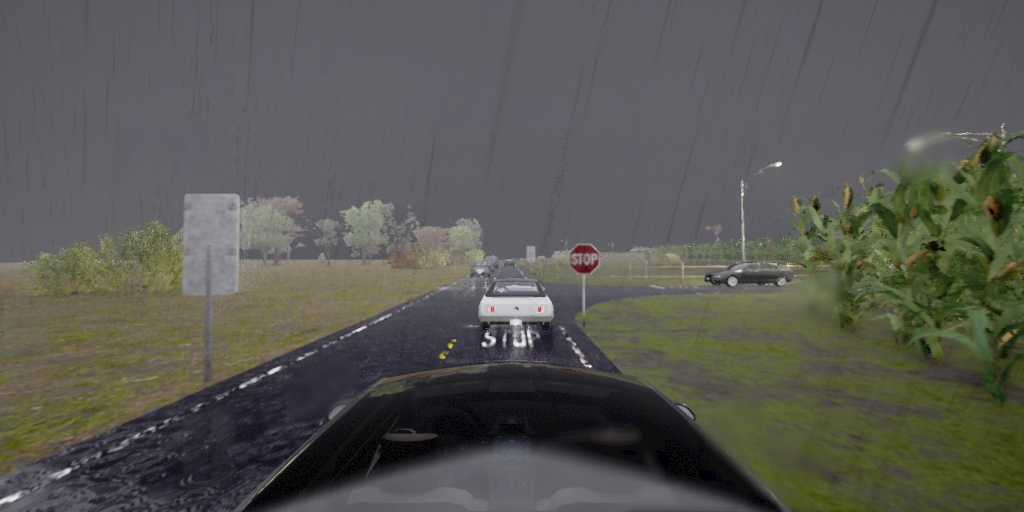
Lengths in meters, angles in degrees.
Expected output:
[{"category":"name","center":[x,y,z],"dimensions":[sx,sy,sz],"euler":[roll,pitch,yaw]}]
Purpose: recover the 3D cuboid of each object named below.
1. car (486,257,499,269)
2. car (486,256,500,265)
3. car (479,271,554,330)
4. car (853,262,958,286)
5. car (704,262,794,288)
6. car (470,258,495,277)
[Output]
[{"category":"car","center":[-3.087,1.236,44.346],"dimensions":[2.128,1.511,4.902],"euler":[0,0,-1]},{"category":"car","center":[-3.189,0.975,55.283],"dimensions":[2.150,2.045,5.566],"euler":[0,0,-1]},{"category":"car","center":[0.102,1.340,11.089],"dimensions":[1.895,1.301,4.718],"euler":[0,0,0]},{"category":"car","center":[24.223,1.061,22.082],"dimensions":[5.357,1.411,2.033],"euler":[-1,-1,-1]},{"category":"car","center":[14.393,1.114,21.933],"dimensions":[4.892,1.490,1.837],"euler":[-1,-1,-1]},{"category":"car","center":[-2.944,1.231,34.409],"dimensions":[2.128,1.511,4.902],"euler":[0,0,-2]}]
